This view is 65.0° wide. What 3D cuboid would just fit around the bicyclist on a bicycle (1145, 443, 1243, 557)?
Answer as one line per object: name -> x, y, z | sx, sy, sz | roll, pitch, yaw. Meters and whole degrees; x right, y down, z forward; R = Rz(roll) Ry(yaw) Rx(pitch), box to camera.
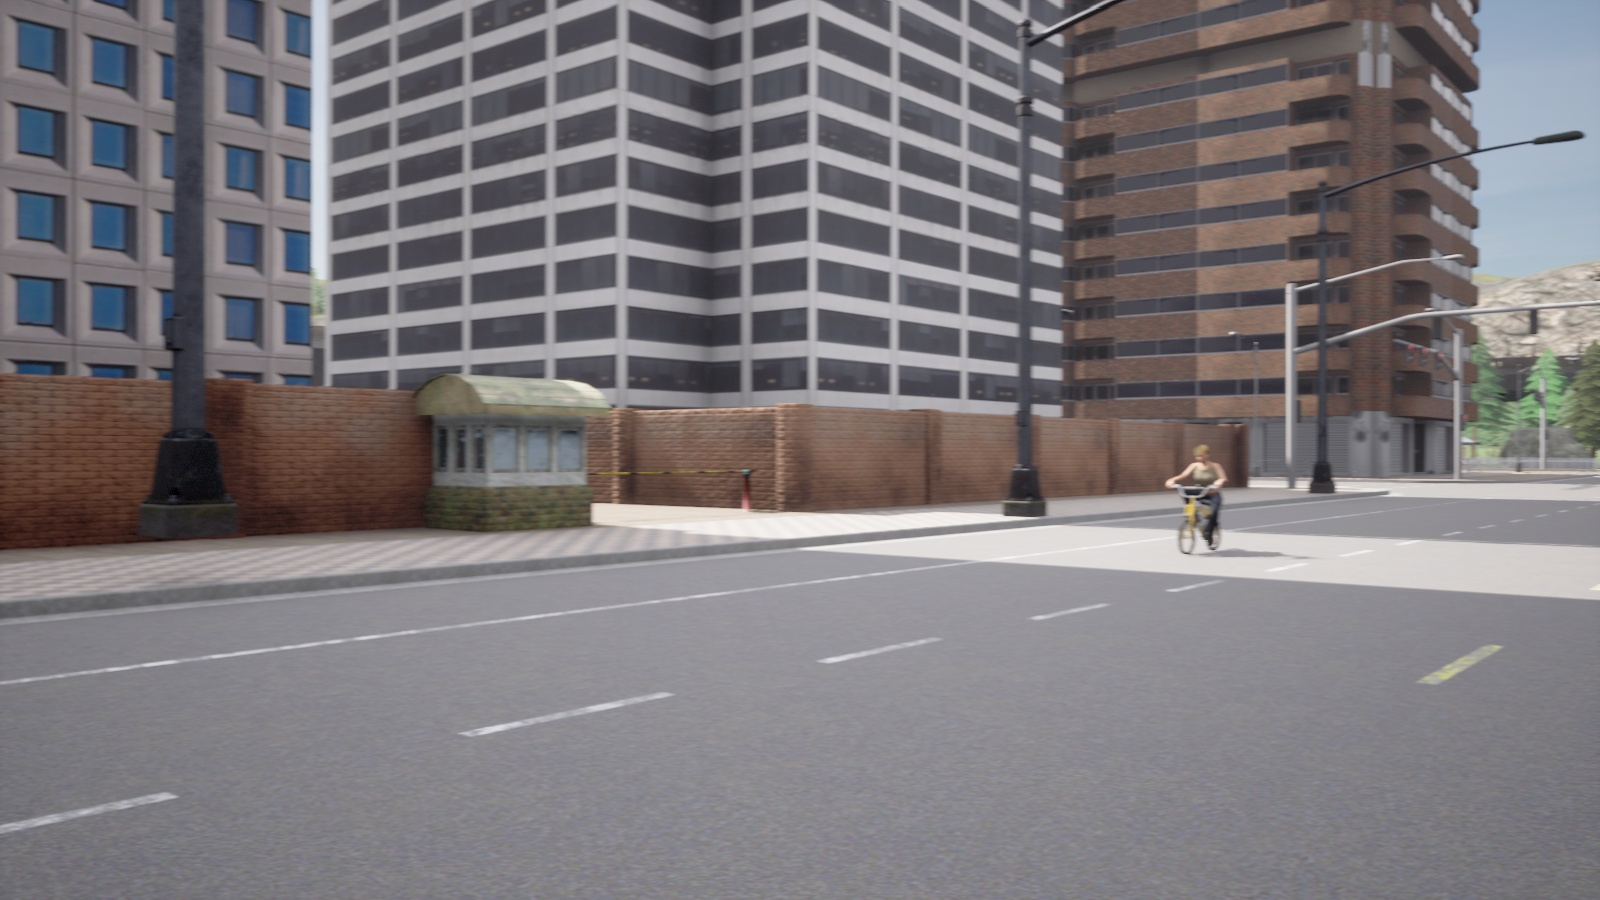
bicyclist on a bicycle -> 5.833, 0.702, 18.549 | 0.866, 1.612, 1.509 | 0, 0, 40
